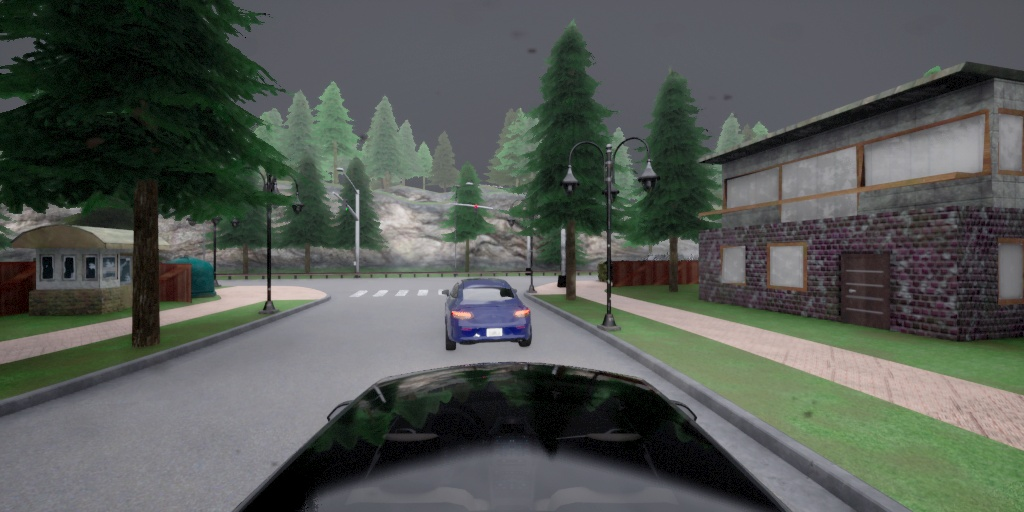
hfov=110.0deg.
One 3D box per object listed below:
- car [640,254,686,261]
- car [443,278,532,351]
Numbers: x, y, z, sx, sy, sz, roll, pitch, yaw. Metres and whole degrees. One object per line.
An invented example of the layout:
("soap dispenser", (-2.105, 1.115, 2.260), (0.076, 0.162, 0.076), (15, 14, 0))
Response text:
("car", (13.337, 0.814, 32.965), (5.566, 2.045, 2.150), (0, 0, -12))
("car", (-0.756, 1.276, 9.025), (1.812, 1.442, 4.674), (0, 0, -11))
